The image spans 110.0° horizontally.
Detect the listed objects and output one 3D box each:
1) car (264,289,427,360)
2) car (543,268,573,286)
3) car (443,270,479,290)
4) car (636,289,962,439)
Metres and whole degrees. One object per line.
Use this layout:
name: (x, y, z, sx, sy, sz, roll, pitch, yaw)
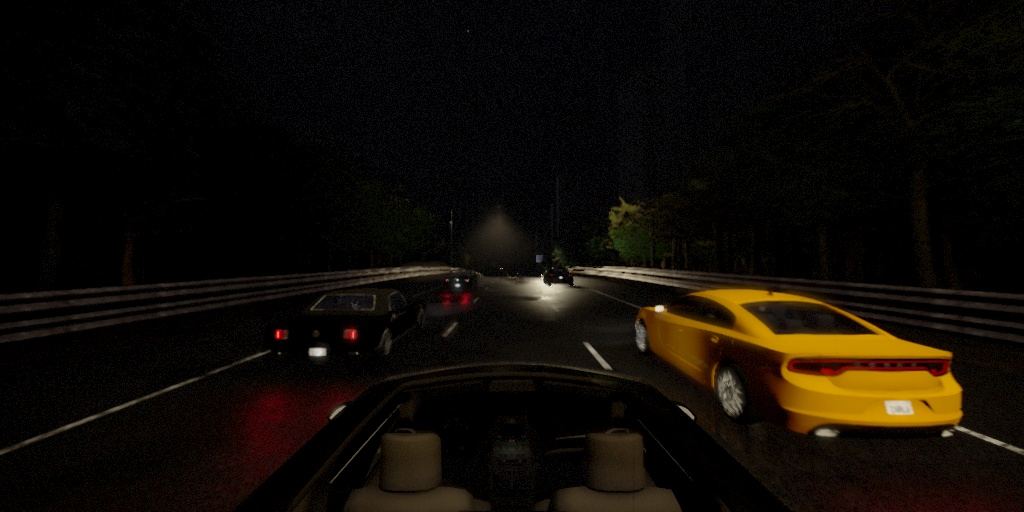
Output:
car: (-3.400, 1.421, 8.512, 1.895, 1.301, 4.718, 0, -1, 0)
car: (3.602, 1.598, 28.374, 1.994, 1.385, 4.181, 0, -1, 0)
car: (-3.398, 1.579, 24.614, 1.895, 1.301, 4.718, 0, -1, 0)
car: (3.598, 1.270, 5.808, 1.882, 1.535, 5.008, 0, 0, 0)
